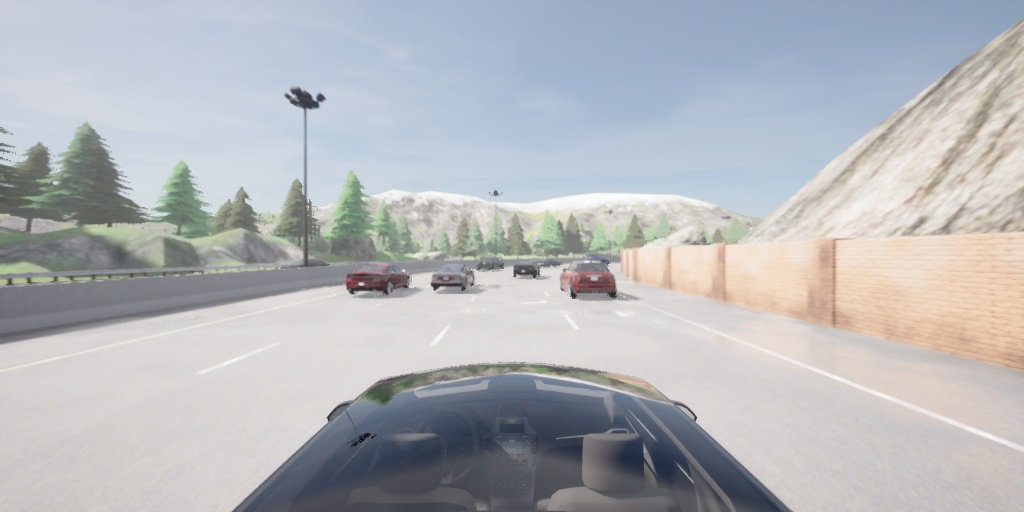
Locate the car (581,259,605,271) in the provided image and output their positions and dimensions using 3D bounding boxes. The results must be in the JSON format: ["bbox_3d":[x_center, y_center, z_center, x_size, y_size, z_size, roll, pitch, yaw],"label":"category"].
[{"bbox_3d":[10.408,1.061,45.910,1.994,1.385,4.181,0,0,29],"label":"car"}]

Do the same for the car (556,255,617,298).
[{"bbox_3d":[3.626,1.010,17.796,2.097,1.767,4.553,0,0,1],"label":"car"}]

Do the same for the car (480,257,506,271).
[{"bbox_3d":[-2.412,0.866,43.134,2.097,1.767,4.553,0,0,20],"label":"car"}]

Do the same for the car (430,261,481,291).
[{"bbox_3d":[-3.318,1.188,20.930,2.033,1.411,5.357,0,0,2],"label":"car"}]

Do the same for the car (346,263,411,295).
[{"bbox_3d":[-6.854,1.130,18.908,1.882,1.535,5.008,0,0,1],"label":"car"}]

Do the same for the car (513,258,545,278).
[{"bbox_3d":[1.401,1.059,31.305,1.882,1.535,5.008,0,0,11],"label":"car"}]

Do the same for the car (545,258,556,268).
[{"bbox_3d":[5.424,1.004,53.034,2.033,1.411,5.357,0,0,39],"label":"car"}]

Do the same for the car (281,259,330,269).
[{"bbox_3d":[-19.596,1.045,34.246,1.882,1.535,5.008,0,0,10],"label":"car"}]
